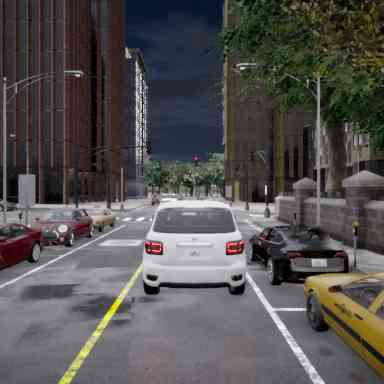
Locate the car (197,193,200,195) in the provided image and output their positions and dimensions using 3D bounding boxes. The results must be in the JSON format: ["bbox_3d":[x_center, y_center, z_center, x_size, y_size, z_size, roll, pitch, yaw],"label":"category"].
[{"bbox_3d":[2.673,1.571,79.344,1.887,1.381,4.507,0,0,0],"label":"car"}]

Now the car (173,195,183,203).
[{"bbox_3d":[-3.082,1.500,73.375,1.882,1.535,5.008,0,0,0],"label":"car"}]

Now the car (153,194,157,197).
[{"bbox_3d":[-5.828,1.329,57.584,2.192,1.841,5.009,0,0,0],"label":"car"}]

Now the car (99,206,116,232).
[{"bbox_3d":[-5.787,1.527,20.006,1.752,1.417,4.829,0,0,0],"label":"car"}]

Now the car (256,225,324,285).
[{"bbox_3d":[2.750,1.566,9.274,1.947,1.339,4.313,0,0,0],"label":"car"}]

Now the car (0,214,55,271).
[{"bbox_3d":[-5.775,1.545,9.262,1.887,1.381,4.507,0,0,0],"label":"car"}]

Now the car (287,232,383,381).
[{"bbox_3d":[2.756,1.525,3.987,1.752,1.417,4.829,0,0,0],"label":"car"}]

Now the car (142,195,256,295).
[{"bbox_3d":[0.056,1.222,8.863,2.150,2.045,5.566,0,0,0],"label":"car"}]

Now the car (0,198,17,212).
[{"bbox_3d":[-19.173,1.158,31.618,4.892,1.490,1.837,2,0,0],"label":"car"}]

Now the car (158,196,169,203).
[{"bbox_3d":[-5.840,1.601,68.459,1.802,1.307,4.206,0,0,0],"label":"car"}]

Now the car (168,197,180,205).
[{"bbox_3d":[-3.145,1.578,58.573,1.994,1.385,4.181,0,0,0],"label":"car"}]

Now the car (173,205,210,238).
[{"bbox_3d":[0.003,1.527,18.508,1.812,1.442,4.674,0,0,0],"label":"car"}]

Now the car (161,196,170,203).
[{"bbox_3d":[-5.846,1.548,73.727,1.752,1.417,4.829,0,0,0],"label":"car"}]

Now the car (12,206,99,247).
[{"bbox_3d":[-5.781,1.441,14.720,1.967,1.590,4.097,0,0,0],"label":"car"}]

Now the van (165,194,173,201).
[{"bbox_3d":[-5.858,1.371,84.772,1.690,1.788,3.998,0,0,0],"label":"van"}]

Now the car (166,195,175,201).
[{"bbox_3d":[-5.864,1.585,90.210,2.008,1.369,4.403,0,0,0],"label":"car"}]

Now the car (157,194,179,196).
[{"bbox_3d":[-2.889,1.224,42.060,2.150,2.045,5.566,0,0,-4],"label":"car"}]
